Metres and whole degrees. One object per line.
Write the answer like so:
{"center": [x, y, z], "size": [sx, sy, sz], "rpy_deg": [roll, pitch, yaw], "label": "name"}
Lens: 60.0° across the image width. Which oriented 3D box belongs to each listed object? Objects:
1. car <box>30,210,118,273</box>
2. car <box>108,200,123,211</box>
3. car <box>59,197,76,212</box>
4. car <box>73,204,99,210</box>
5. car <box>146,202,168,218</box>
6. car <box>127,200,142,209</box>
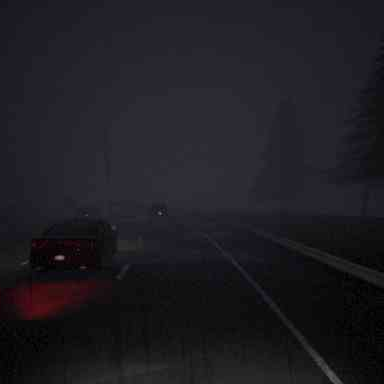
{"center": [-3.720, 1.607, 11.282], "size": [1.882, 1.535, 5.008], "rpy_deg": [0, 0, -5], "label": "car"}
{"center": [-11.596, 2.045, 50.393], "size": [1.837, 1.490, 4.892], "rpy_deg": [1, -1, -19], "label": "car"}
{"center": [-18.570, 1.805, 49.745], "size": [2.150, 2.045, 5.566], "rpy_deg": [0, -1, -20], "label": "car"}
{"center": [-10.364, 1.977, 33.354], "size": [1.895, 1.301, 4.718], "rpy_deg": [0, -1, -12], "label": "car"}
{"center": [-3.649, 1.844, 34.561], "size": [1.837, 1.490, 4.892], "rpy_deg": [1, -1, -13], "label": "car"}
{"center": [-9.562, 2.045, 55.198], "size": [1.882, 1.535, 5.008], "rpy_deg": [0, -1, -21], "label": "car"}
